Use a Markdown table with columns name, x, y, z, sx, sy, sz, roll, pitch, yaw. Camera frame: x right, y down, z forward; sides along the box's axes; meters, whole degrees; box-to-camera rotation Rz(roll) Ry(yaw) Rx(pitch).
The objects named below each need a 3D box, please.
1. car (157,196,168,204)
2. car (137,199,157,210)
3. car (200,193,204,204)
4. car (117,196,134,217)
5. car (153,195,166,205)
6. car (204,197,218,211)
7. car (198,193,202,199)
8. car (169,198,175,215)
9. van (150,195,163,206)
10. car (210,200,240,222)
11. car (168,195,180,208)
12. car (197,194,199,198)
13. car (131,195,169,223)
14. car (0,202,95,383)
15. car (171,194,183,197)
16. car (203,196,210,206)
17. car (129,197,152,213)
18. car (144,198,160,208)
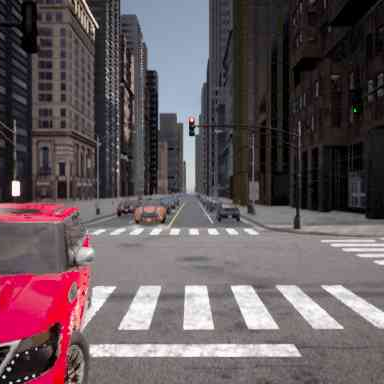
| name | x | y | z | sx | sy | sz | roll | pitch | yaw |
| --- | --- | --- | --- | --- | --- | --- | --- | --- | --- |
| car | -5.780 | 1.531 | 65.527 | 1.752 | 1.417 | 4.829 | 0 | 0 | 0 |
| car | -5.774 | 1.565 | 43.135 | 1.947 | 1.339 | 4.313 | 0 | 0 | 0 |
| car | 2.748 | 1.441 | 54.427 | 1.967 | 1.590 | 4.097 | 0 | 0 | 0 |
| car | -5.772 | 1.313 | 31.853 | 2.192 | 1.841 | 5.009 | 0 | 0 | 0 |
| car | -5.779 | 1.443 | 60.056 | 1.967 | 1.590 | 4.097 | 0 | 0 | 0 |
| car | 2.752 | 1.549 | 37.505 | 2.008 | 1.369 | 4.403 | 0 | 0 | 0 |
| car | 2.745 | 1.446 | 65.708 | 1.967 | 1.590 | 4.097 | 0 | 0 | 0 |
| car | -3.100 | 1.599 | 34.221 | 1.895 | 1.301 | 4.718 | 0 | 0 | 0 |
| van | -5.778 | 1.342 | 54.416 | 1.690 | 1.788 | 3.998 | 0 | 0 | 0 |
| car | 2.754 | 1.548 | 26.224 | 2.008 | 1.369 | 4.403 | 0 | 0 | 0 |
| car | -3.087 | 1.546 | 43.975 | 2.033 | 1.411 | 5.357 | 0 | 0 | 0 |
| car | 2.743 | 1.557 | 76.989 | 1.887 | 1.381 | 4.507 | 0 | 0 | 0 |
| car | -3.047 | 1.350 | 25.174 | 2.097 | 1.767 | 4.553 | 0 | 0 | -2 |
| car | -2.600 | 1.221 | 4.658 | 2.150 | 2.045 | 5.566 | 2 | 0 | -14 |
| car | -3.029 | 1.493 | 54.088 | 2.128 | 1.511 | 4.902 | 0 | 0 | 0 |
| car | 2.751 | 1.543 | 43.146 | 1.887 | 1.381 | 4.507 | 0 | 0 | 0 |
| car | -5.773 | 1.438 | 37.494 | 1.967 | 1.590 | 4.097 | 0 | 0 | 0 |
| car | -5.776 | 1.582 | 48.775 | 1.802 | 1.307 | 4.206 | 0 | 0 | 0 |
